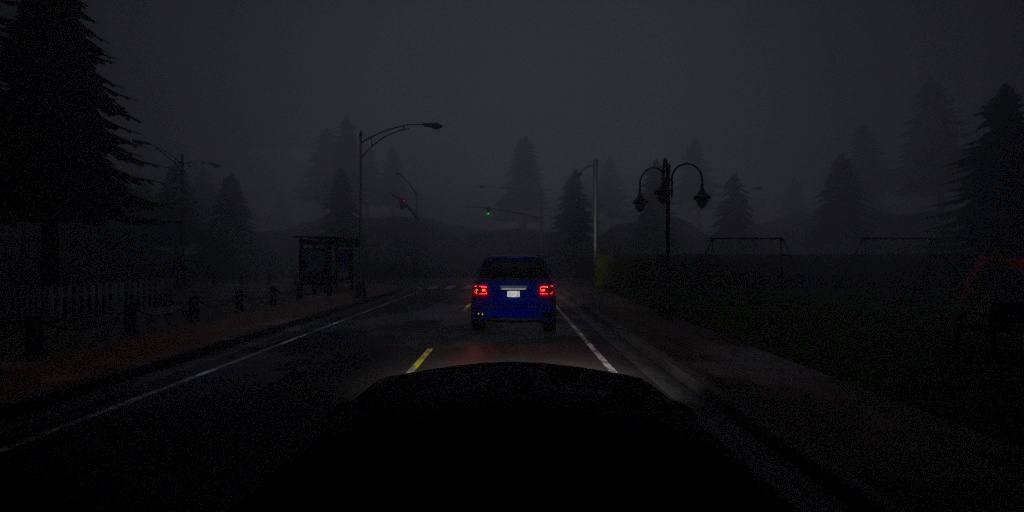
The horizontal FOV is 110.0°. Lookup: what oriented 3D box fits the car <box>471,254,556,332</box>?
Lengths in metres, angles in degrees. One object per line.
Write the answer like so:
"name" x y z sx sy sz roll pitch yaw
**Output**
"car" 0.057 0.972 10.980 2.150 2.045 5.566 0 0 0
